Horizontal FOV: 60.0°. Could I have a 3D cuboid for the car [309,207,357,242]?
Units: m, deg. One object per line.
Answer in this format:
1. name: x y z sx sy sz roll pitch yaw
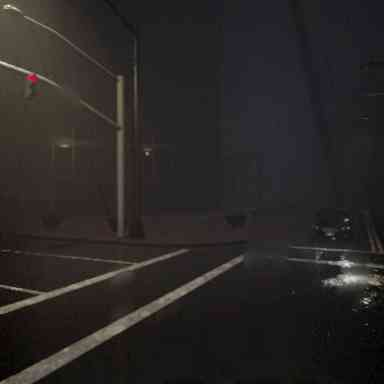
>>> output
1. car: 7.068 1.535 16.588 2.128 1.511 4.902 0 1 27
